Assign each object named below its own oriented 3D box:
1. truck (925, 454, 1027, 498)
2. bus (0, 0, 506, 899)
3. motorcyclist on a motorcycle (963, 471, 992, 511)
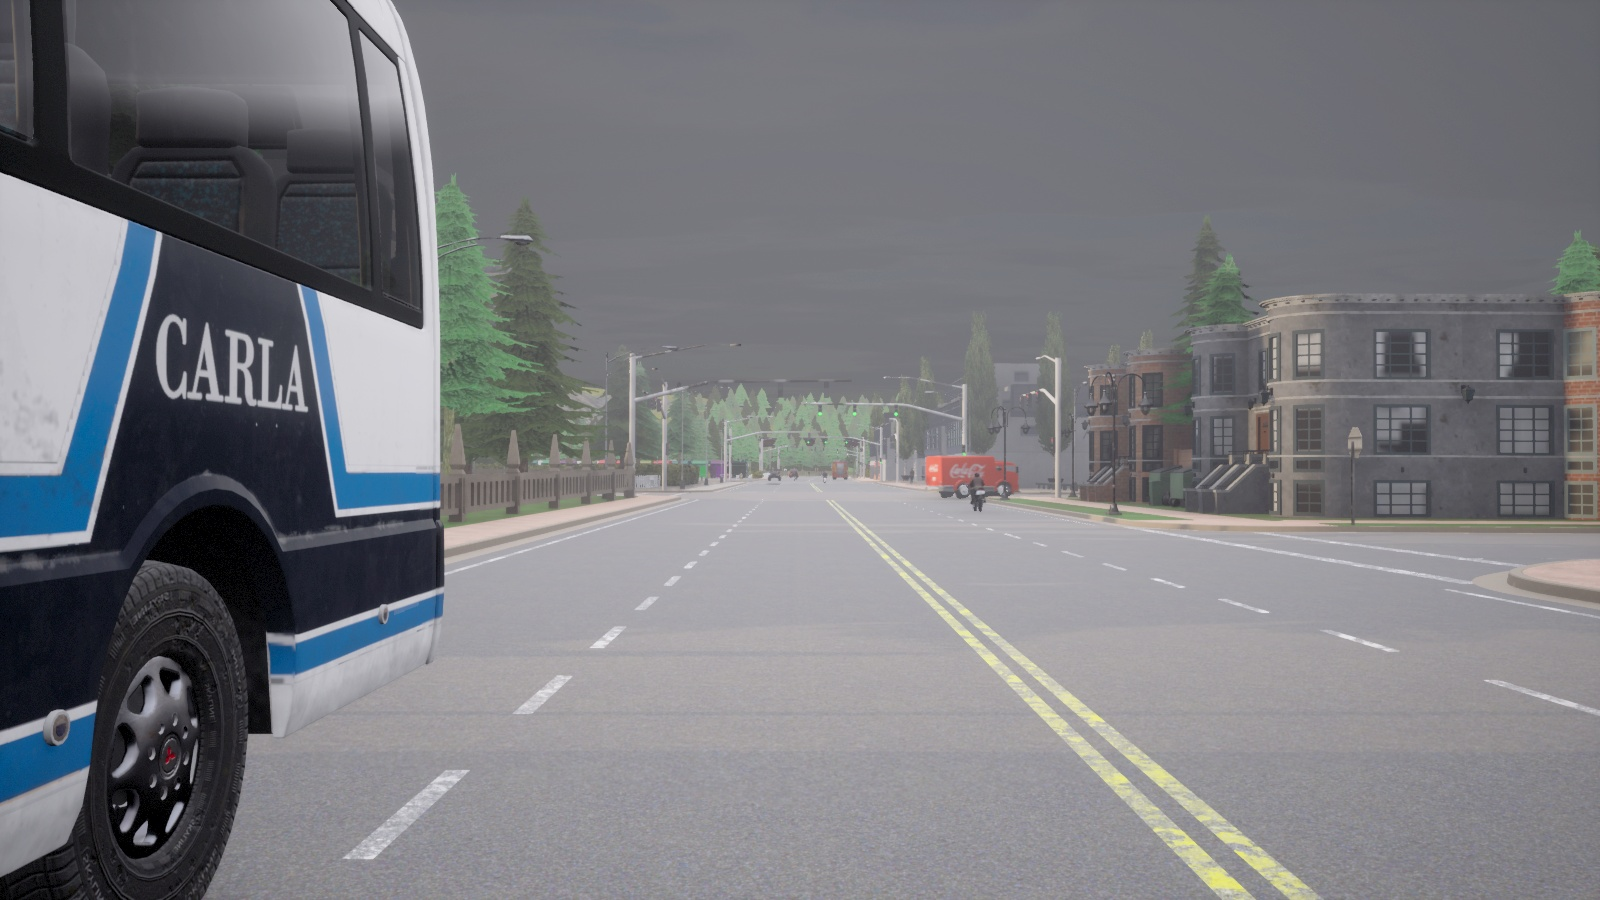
[{"bbox_3d":[10.189,1.503,72.800,5.204,2.467,2.627,0,-2,-17],"label":"truck"},{"bbox_3d":[-3.508,-0.523,1.472,3.944,4.253,10.273,0,-1,0],"label":"bus"},{"bbox_3d":[6.888,1.587,48.828,0.797,1.523,2.044,0,-1,0],"label":"motorcyclist on a motorcycle"}]
